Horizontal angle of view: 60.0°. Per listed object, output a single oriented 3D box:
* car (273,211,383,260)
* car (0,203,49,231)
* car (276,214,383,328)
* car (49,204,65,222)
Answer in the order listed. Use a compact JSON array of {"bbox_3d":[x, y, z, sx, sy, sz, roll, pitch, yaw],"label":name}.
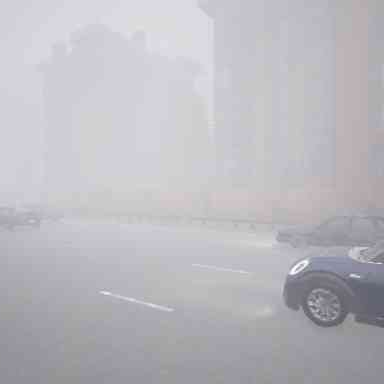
[{"bbox_3d":[6.004,1.547,12.610,5.357,1.411,2.033,0,0,36],"label":"car"},{"bbox_3d":[-11.167,1.525,20.576,4.674,1.442,1.812,0,0,35],"label":"car"},{"bbox_3d":[3.909,1.353,5.503,4.553,1.767,2.097,0,0,36],"label":"car"},{"bbox_3d":[-11.908,1.547,25.407,5.357,1.411,2.033,0,0,36],"label":"car"}]
